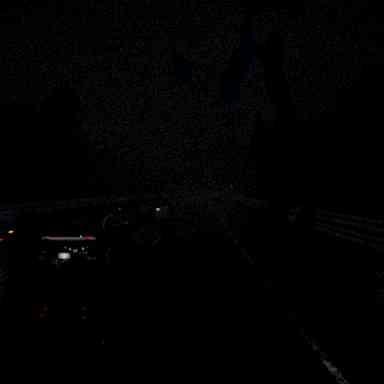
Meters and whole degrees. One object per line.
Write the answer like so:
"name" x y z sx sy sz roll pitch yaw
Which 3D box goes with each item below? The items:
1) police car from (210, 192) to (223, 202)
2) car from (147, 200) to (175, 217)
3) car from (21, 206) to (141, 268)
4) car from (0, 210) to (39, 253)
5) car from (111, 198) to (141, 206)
"police car" 4.710 1.085 67.075 1.930 1.638 5.238 0 0 6
"car" -2.673 1.384 29.174 1.994 1.385 4.181 0 0 3
"car" -3.269 1.422 11.056 2.128 1.511 4.902 0 0 1
"car" -6.729 1.442 13.109 1.812 1.442 4.674 0 0 1
"car" -6.086 1.285 31.094 1.882 1.535 5.008 0 0 3
